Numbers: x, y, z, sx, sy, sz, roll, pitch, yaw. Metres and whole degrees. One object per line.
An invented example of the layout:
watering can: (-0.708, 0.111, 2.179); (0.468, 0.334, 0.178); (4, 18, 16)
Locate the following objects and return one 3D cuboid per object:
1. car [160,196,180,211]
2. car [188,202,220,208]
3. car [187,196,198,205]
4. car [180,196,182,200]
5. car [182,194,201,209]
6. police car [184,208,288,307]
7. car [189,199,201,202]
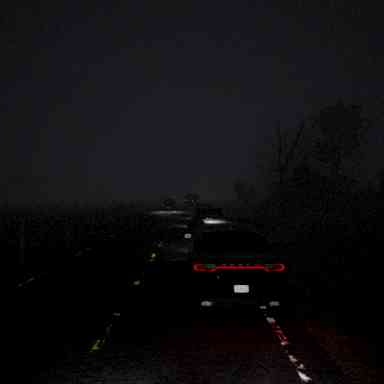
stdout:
car: (-2.793, 1.526, 41.051); (1.837, 1.490, 4.892); (0, 0, 0)
car: (0.850, 1.508, 18.076); (1.837, 1.490, 4.892); (0, 0, 0)
car: (0.081, 1.534, 60.583); (1.882, 1.535, 5.008); (0, 0, 0)
car: (-2.625, 1.705, 92.822); (1.994, 1.385, 4.181); (0, 0, 0)
car: (0.099, 1.250, 45.969); (2.150, 2.045, 5.566); (0, 0, 1)
police car: (0.837, 1.426, 8.186); (1.930, 1.638, 5.238); (0, 0, 0)
car: (0.858, 1.511, 24.076); (1.837, 1.490, 4.892); (0, 0, 0)
